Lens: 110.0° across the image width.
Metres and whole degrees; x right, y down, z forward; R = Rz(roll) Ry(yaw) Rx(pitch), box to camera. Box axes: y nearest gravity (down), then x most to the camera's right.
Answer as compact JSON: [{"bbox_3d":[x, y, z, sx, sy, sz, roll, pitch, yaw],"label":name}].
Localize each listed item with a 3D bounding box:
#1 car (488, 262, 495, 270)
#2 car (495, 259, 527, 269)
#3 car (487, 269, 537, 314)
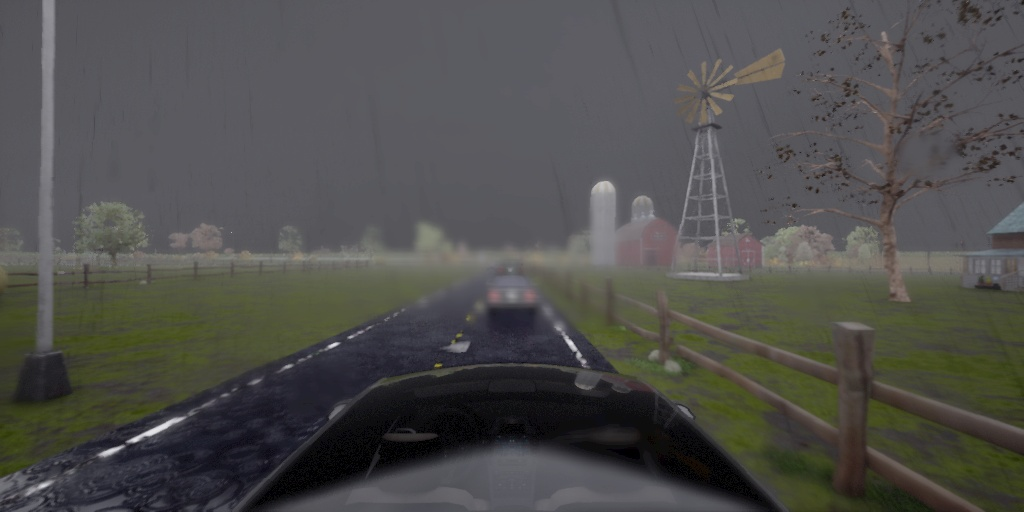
[{"bbox_3d":[-2.762,1.787,58.415,1.837,1.490,4.892,0,-1,1],"label":"car"},{"bbox_3d":[0.013,1.242,29.401,2.150,2.045,5.566,0,0,0],"label":"car"},{"bbox_3d":[0.011,1.421,14.381,2.033,1.411,5.357,0,-1,0],"label":"car"}]
